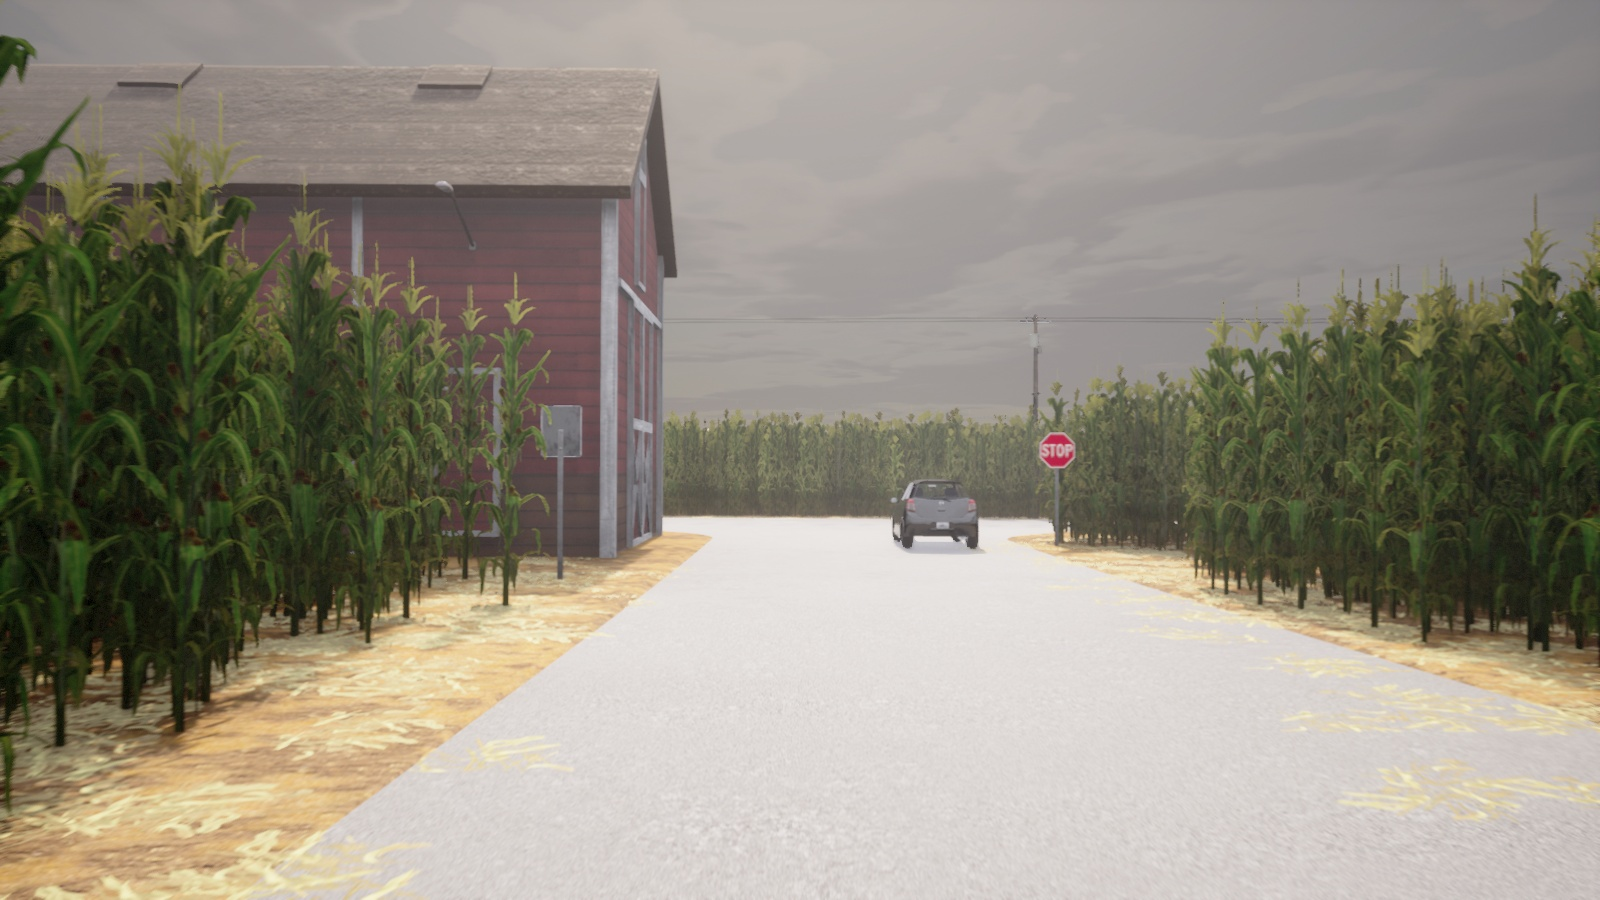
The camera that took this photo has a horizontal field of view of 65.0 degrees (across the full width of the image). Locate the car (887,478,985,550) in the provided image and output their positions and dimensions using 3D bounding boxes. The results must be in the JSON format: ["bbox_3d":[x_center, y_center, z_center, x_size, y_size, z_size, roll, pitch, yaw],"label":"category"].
[{"bbox_3d":[3.029,1.407,28.646,1.845,1.501,3.633,0,-1,0],"label":"car"}]
